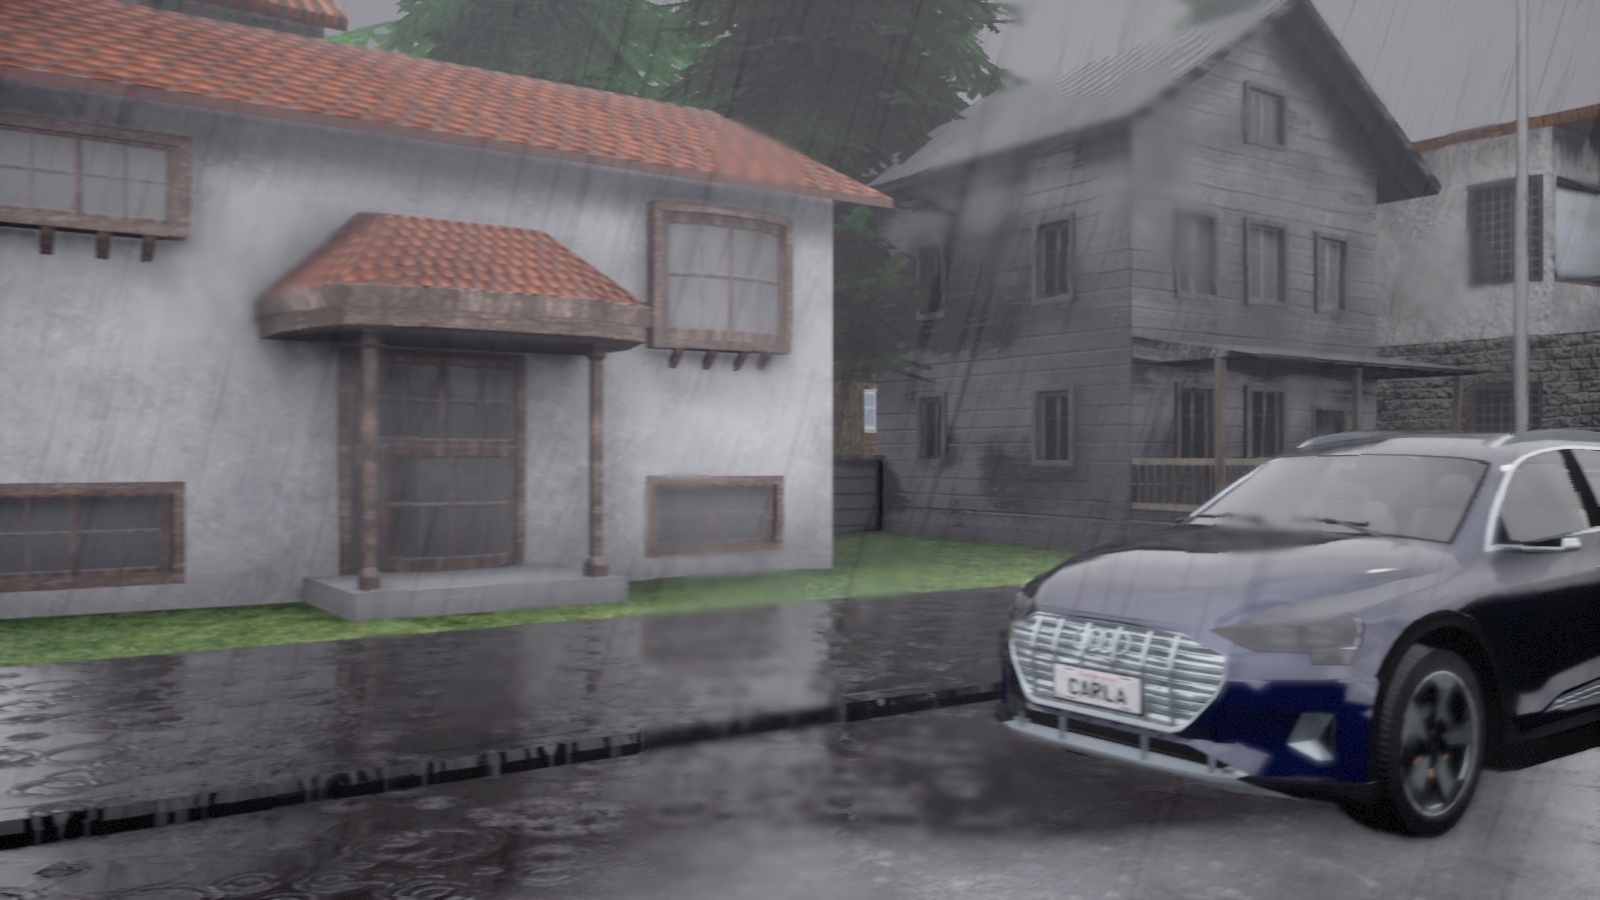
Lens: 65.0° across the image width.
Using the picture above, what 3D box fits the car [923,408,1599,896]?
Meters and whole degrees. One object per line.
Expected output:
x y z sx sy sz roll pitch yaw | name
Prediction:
3.149 0.684 6.478 4.856 1.649 2.033 0 0 -35 | car
